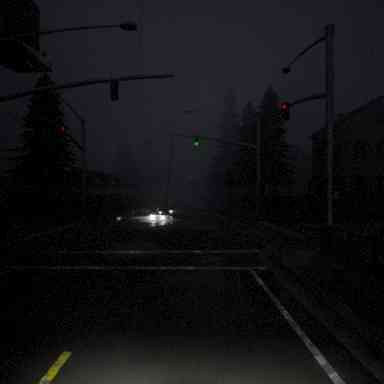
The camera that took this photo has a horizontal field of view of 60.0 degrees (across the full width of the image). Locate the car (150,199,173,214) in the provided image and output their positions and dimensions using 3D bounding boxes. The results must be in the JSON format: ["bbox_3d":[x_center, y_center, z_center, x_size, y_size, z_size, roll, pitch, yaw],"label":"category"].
[{"bbox_3d":[-3.639,1.633,37.976,2.128,1.511,4.902,0,0,0],"label":"car"}]
